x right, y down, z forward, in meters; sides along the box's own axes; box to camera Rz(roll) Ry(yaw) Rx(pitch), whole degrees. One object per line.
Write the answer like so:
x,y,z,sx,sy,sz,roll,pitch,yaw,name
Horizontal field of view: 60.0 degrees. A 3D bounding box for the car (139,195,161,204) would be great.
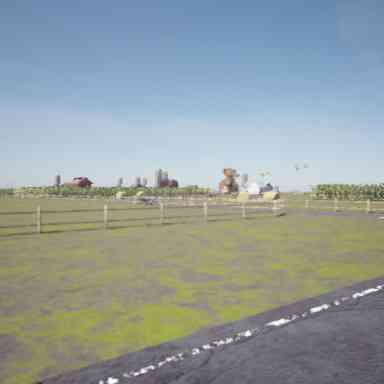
-7.382,1.350,57.895,2.128,1.511,4.902,1,-1,-40,car
